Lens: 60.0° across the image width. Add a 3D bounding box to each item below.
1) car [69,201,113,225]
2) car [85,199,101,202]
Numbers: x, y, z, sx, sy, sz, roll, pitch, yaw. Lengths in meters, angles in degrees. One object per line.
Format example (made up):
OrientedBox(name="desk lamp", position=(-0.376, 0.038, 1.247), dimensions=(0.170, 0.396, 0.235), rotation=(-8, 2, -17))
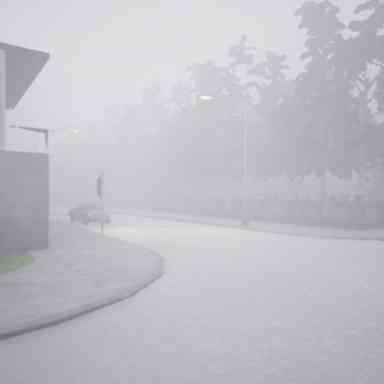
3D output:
OrientedBox(name="car", position=(-7.504, 1.606, 24.463), dimensions=(1.895, 1.301, 4.718), rotation=(0, 0, -35))
OrientedBox(name="car", position=(-10.912, 1.513, 36.432), dimensions=(1.837, 1.490, 4.892), rotation=(0, 0, -35))
